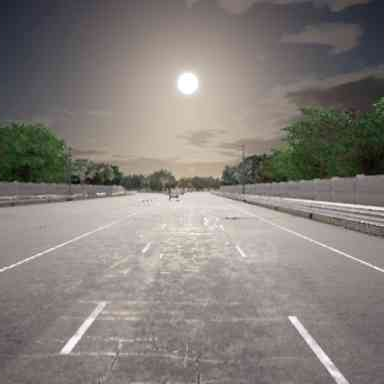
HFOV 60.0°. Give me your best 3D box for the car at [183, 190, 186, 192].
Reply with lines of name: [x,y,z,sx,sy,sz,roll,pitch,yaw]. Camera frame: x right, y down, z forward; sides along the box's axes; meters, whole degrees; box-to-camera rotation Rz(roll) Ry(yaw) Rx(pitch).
car: [-3.433,0.728,95.282,1.994,1.385,4.181,0,1,0]

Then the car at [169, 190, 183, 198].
car: [-3.455,0.673,64.995,2.097,1.767,4.553,0,0,0]
